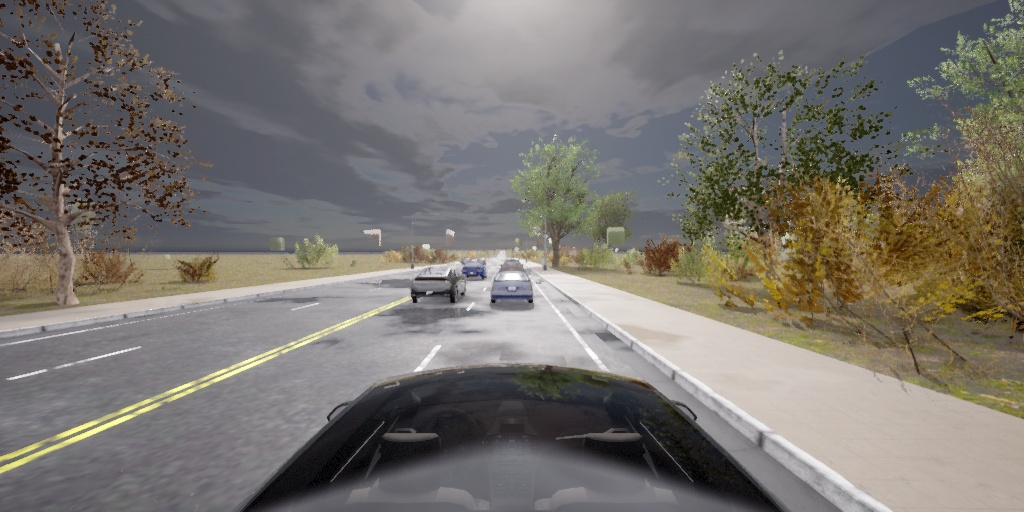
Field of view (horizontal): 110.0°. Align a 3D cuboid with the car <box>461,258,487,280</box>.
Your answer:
[{"bbox_3d":[-3.250,1.215,31.504,1.882,1.535,5.008,0,0,0],"label":"car"}]

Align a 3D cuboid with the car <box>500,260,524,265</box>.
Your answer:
[{"bbox_3d":[0.000,1.096,31.474,2.097,1.767,4.553,0,0,0],"label":"car"}]

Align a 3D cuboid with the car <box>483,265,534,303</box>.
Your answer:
[{"bbox_3d":[0.000,1.307,16.503,2.033,1.411,5.357,0,0,0],"label":"car"}]

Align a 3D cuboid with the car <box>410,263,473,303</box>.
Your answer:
[{"bbox_3d":[-3.250,1.239,16.503,2.128,1.511,4.902,0,0,0],"label":"car"}]
